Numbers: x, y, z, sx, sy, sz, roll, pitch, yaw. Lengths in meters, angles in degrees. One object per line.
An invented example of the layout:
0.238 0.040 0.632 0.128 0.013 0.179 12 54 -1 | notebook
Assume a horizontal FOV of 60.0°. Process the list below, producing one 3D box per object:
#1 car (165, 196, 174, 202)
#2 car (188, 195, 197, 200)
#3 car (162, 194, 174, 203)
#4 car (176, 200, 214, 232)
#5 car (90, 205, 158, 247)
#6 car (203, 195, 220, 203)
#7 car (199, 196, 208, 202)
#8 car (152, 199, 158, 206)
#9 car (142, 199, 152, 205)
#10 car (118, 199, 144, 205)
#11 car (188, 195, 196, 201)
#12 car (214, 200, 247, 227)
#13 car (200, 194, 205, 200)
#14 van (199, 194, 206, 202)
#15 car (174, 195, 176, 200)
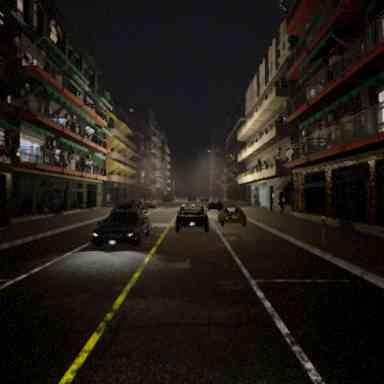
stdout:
-5.649 1.708 85.215 1.947 1.339 4.313 0 0 0 | car
0.032 1.469 77.867 2.097 1.767 4.553 0 0 0 | car
-5.654 1.655 73.887 1.887 1.381 4.507 0 0 0 | car
0.008 1.506 20.450 2.128 1.511 4.902 0 0 0 | car
-3.045 1.557 15.432 2.033 1.411 5.357 0 0 1 | car
2.713 1.480 39.896 1.967 1.590 4.097 0 0 0 | car
2.728 1.679 79.548 2.008 1.369 4.403 0 0 0 | car
-5.666 1.613 45.564 1.947 1.339 4.313 0 0 0 | car
-5.669 1.468 34.233 1.967 1.590 4.097 0 0 0 | car
-5.673 1.587 28.572 1.947 1.339 4.313 0 0 0 | car
0.037 1.499 87.934 1.882 1.535 5.008 0 0 0 | car
2.705 1.542 23.073 1.752 1.417 4.829 0 0 0 | car
2.724 1.649 68.218 2.008 1.369 4.403 0 0 0 | car
2.732 1.486 85.211 1.690 1.788 3.998 0 0 0 | van
-5.650 1.441 79.553 2.192 1.841 5.009 0 0 0 | car
